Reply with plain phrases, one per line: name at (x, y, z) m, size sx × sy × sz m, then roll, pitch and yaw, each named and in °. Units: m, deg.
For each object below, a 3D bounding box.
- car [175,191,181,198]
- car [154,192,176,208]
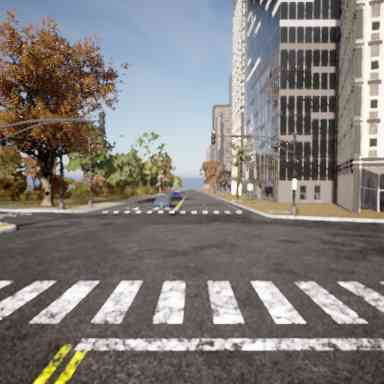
car at (-3.362, 0.617, 72.242) m, size 1.882 × 1.535 × 5.008 m, roll 0°, pitch 1°, yaw 0°
car at (-3.313, 1.086, 38.776) m, size 2.033 × 1.411 × 5.357 m, roll 0°, pitch 1°, yaw 0°
